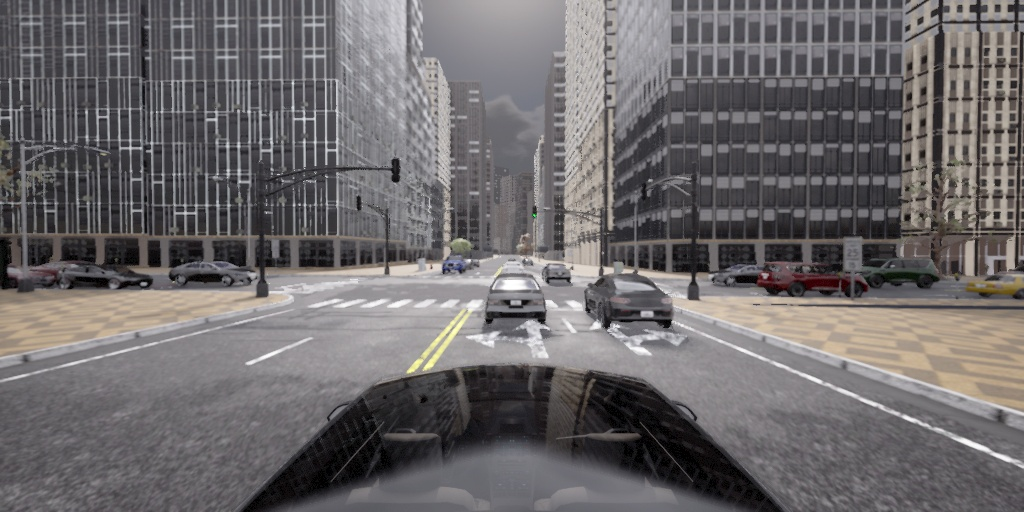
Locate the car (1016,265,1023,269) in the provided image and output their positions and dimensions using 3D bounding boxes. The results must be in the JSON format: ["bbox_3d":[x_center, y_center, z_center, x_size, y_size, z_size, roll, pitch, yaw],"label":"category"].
[{"bbox_3d":[36.548,1.391,24.960,4.553,1.767,2.097,0,1,1],"label":"car"}]

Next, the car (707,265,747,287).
[{"bbox_3d":[16.446,1.353,25.320,4.902,1.511,2.128,1,1,1],"label":"car"}]

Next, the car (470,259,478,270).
[{"bbox_3d":[-6.566,1.185,51.201,2.128,1.511,4.902,0,0,0],"label":"car"}]

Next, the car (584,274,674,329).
[{"bbox_3d":[3.427,1.268,11.147,1.812,1.442,4.674,0,0,2],"label":"car"}]

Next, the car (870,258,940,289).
[{"bbox_3d":[26.339,1.171,25.147,5.566,2.045,2.150,0,1,1],"label":"car"}]

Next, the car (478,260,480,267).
[{"bbox_3d":[-6.503,1.225,61.506,2.033,1.411,5.357,0,0,0],"label":"car"}]

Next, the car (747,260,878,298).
[{"bbox_3d":[16.193,1.270,19.545,5.009,1.841,2.192,0,0,1],"label":"car"}]

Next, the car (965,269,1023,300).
[{"bbox_3d":[27.641,1.580,19.348,4.829,1.417,1.751,0,0,1],"label":"car"}]

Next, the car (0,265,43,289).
[{"bbox_3d":[-28.416,1.137,20.203,4.207,1.307,1.802,0,0,1],"label":"car"}]

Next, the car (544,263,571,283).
[{"bbox_3d":[3.368,1.255,27.856,2.033,1.411,5.357,1,1,0],"label":"car"}]

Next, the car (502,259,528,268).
[{"bbox_3d":[0.112,1.198,30.196,1.812,1.442,4.674,1,-1,0],"label":"car"}]

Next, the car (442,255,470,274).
[{"bbox_3d":[-6.599,0.929,41.282,2.150,2.045,5.566,0,0,0],"label":"car"}]

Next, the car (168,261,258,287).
[{"bbox_3d":[-18.800,1.090,22.696,4.902,1.511,2.128,1,1,1],"label":"car"}]

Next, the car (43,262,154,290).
[{"bbox_3d":[-22.732,1.173,20.070,4.313,1.339,1.948,0,0,1],"label":"car"}]

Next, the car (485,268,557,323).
[{"bbox_3d":[0.103,1.288,12.050,2.033,1.411,5.357,0,0,0],"label":"car"}]
